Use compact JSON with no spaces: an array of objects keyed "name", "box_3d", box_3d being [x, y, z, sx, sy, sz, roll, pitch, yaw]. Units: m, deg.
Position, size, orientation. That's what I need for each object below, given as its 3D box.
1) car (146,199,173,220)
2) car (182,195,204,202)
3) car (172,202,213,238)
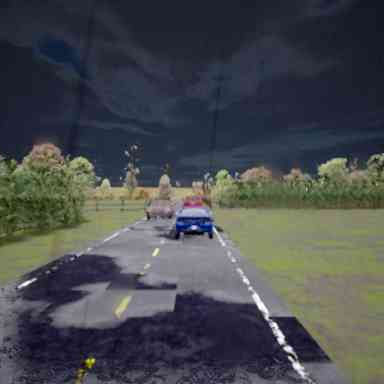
[{"name":"car","box_3d":[-2.742,1.444,29.278,2.097,1.767,4.553,0,0,0]},{"name":"car","box_3d":[0.112,1.337,37.563,2.150,2.045,5.566,0,0,0]},{"name":"car","box_3d":[0.105,1.536,18.181,1.882,1.535,5.008,0,0,0]}]
